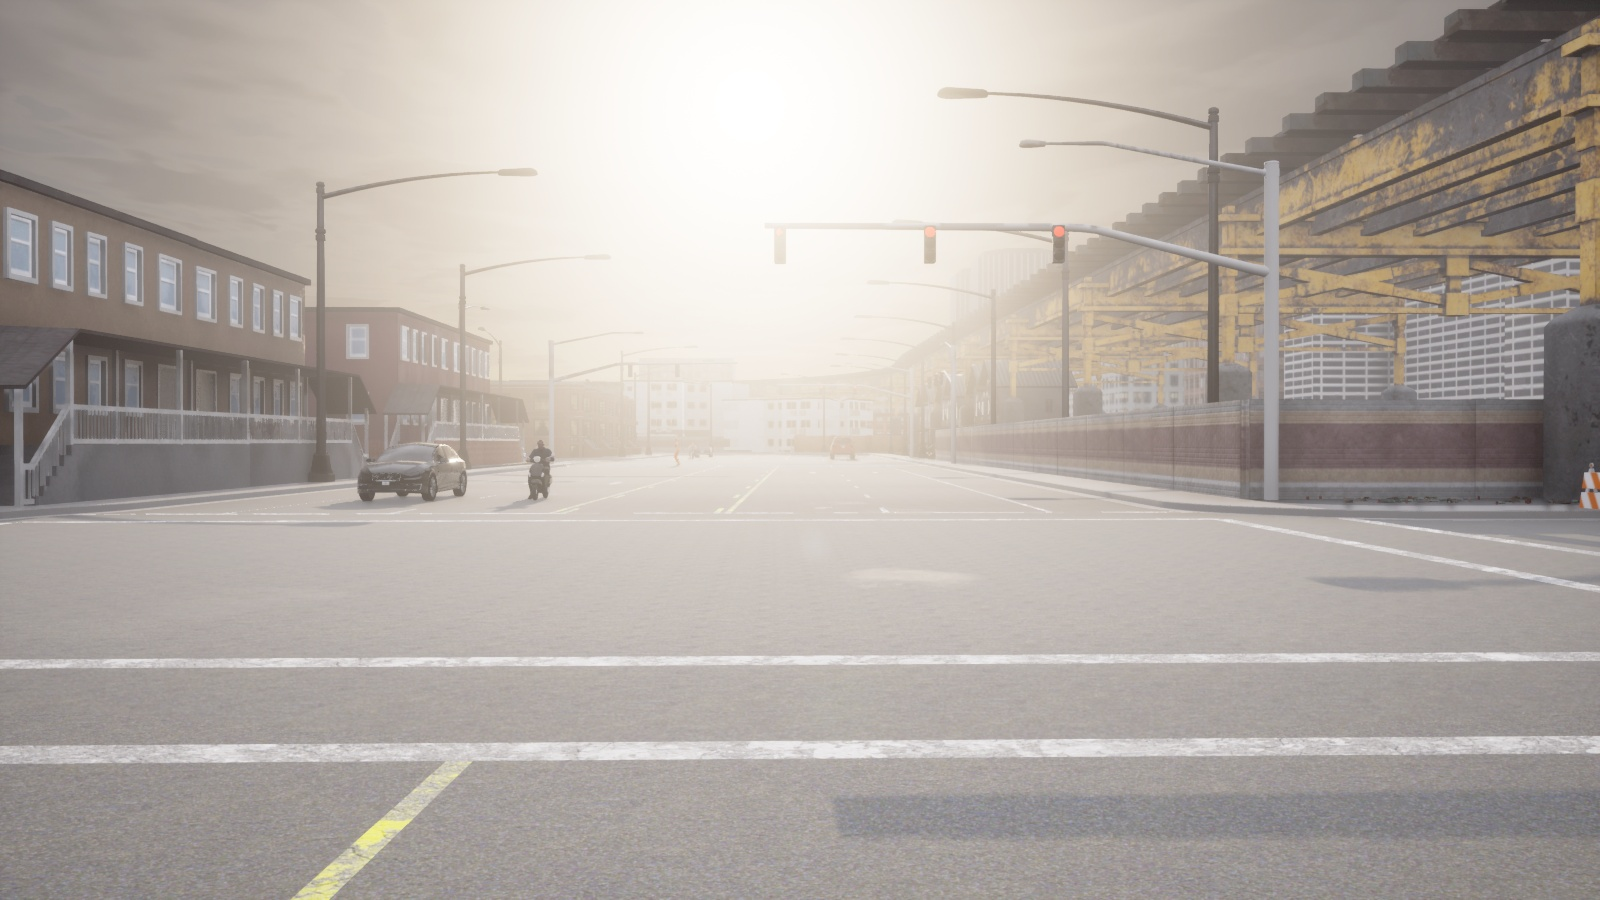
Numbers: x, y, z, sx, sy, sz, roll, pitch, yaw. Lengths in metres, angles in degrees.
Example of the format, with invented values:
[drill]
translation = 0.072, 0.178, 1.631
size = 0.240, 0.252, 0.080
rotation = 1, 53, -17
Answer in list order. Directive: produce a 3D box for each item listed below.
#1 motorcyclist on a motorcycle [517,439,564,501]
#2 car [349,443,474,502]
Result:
[motorcyclist on a motorcycle]
translation = -6.884, 0.506, 33.334
size = 0.866, 1.590, 1.817
rotation = 0, 0, 0
[car]
translation = -10.382, 0.552, 33.927
size = 1.837, 1.490, 4.892
rotation = 0, 0, 0
